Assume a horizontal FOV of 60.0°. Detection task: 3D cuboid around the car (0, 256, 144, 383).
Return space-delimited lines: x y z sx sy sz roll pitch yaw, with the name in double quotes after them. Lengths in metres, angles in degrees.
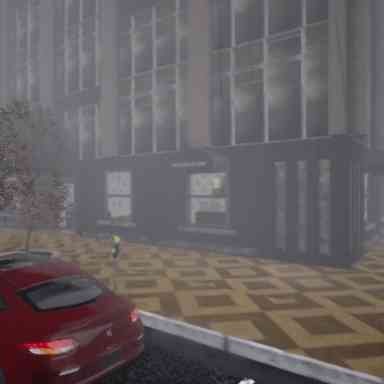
-2.522 1.591 4.673 4.206 1.307 1.802 0 0 35 "car"
